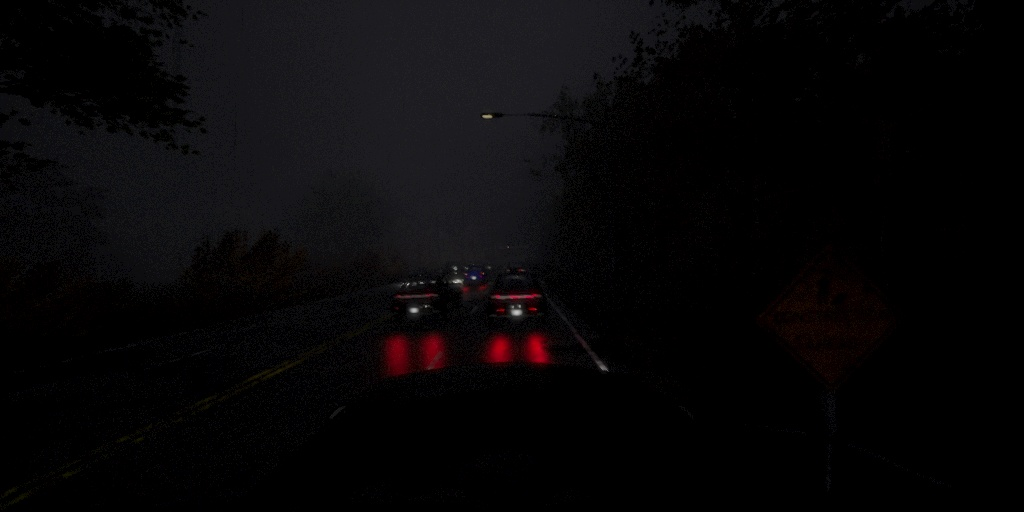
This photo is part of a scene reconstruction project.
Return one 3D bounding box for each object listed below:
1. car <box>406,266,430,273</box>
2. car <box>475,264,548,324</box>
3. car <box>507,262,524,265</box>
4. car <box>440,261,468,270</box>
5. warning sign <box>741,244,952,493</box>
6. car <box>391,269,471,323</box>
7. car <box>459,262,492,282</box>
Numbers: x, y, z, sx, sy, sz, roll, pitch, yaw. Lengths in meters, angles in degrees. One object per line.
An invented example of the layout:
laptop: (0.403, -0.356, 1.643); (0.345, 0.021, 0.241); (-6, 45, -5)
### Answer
car: (-9.533, 1.821, 36.835); (1.837, 1.490, 4.892); (-3, 0, 1)
car: (0.147, 1.302, 12.420); (2.128, 1.511, 4.902); (-2, 1, 0)
car: (0.328, 1.263, 29.266); (2.128, 1.511, 4.902); (-2, 1, 1)
car: (-6.366, 1.398, 37.659); (2.097, 1.767, 4.553); (-10, -1, 1)
warning sign: (2.838, 0.826, 3.207); (1.300, 1.860, 1.060); (0, 0, 0)
car: (-3.076, 1.496, 13.686); (2.128, 1.511, 4.902); (-3, 0, 0)
car: (-2.927, 1.520, 30.113); (1.812, 1.442, 4.674); (-3, 0, 1)
